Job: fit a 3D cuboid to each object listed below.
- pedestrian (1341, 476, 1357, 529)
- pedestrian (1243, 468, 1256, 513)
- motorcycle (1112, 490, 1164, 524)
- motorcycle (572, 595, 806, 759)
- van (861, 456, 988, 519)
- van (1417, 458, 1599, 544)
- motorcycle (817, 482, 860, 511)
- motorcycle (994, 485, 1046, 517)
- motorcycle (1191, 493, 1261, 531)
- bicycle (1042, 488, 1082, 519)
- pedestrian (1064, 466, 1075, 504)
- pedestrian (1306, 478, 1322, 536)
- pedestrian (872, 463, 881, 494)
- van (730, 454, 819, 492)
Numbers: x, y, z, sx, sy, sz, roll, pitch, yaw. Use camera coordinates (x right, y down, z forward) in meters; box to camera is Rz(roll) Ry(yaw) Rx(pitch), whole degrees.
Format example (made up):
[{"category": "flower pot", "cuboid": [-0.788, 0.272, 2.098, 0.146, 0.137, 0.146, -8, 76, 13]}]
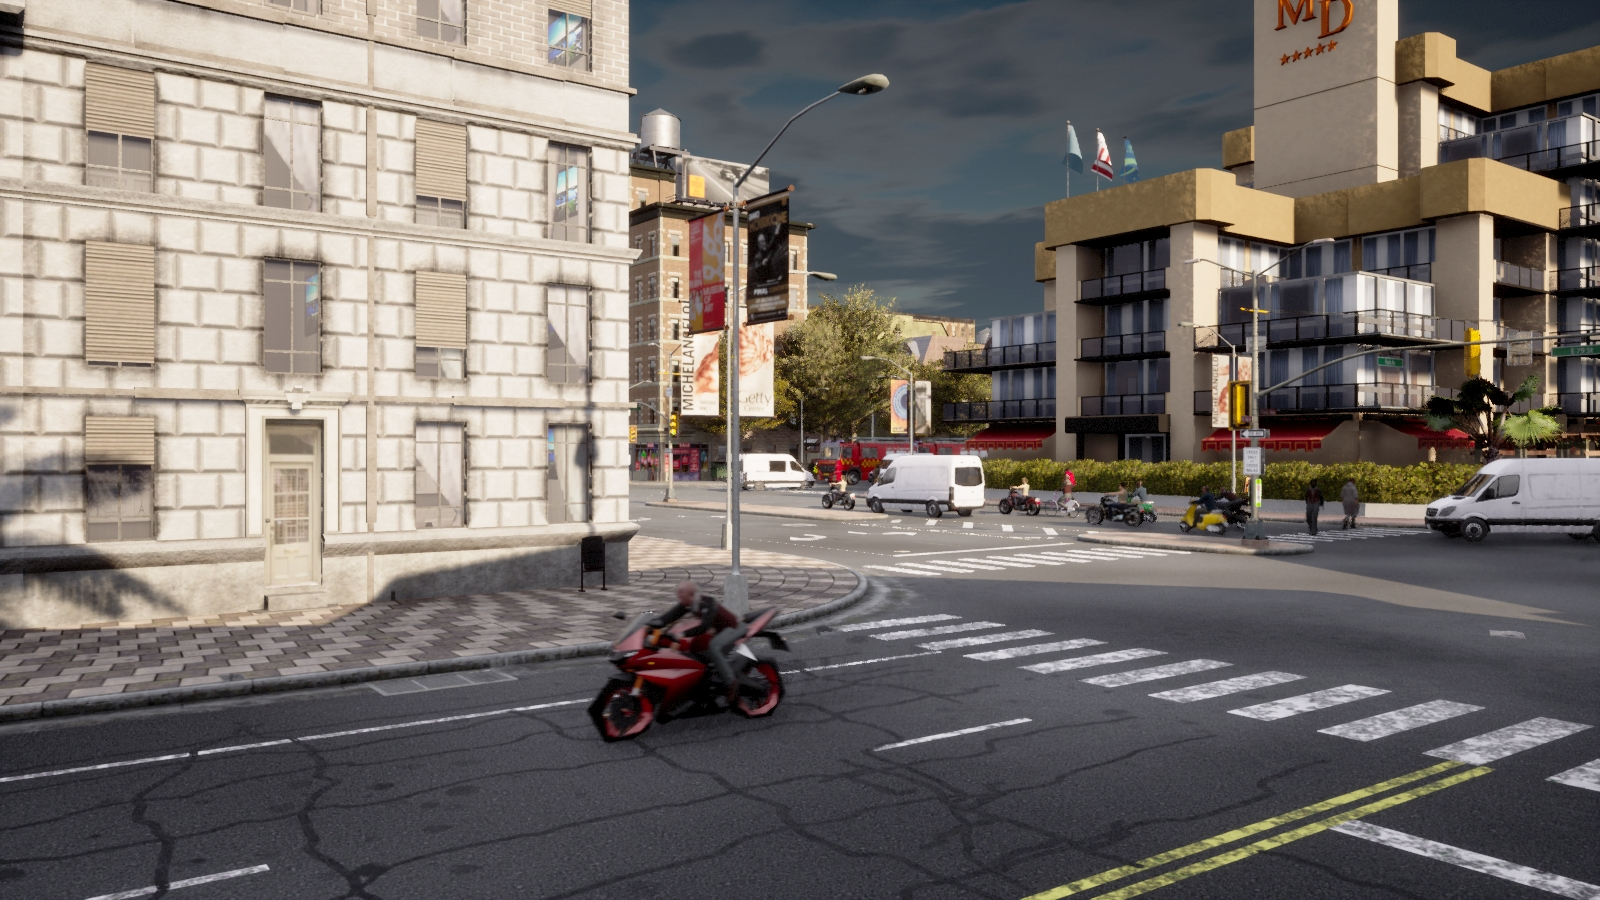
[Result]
[{"category": "pedestrian", "cuboid": [19.407, 1.848, 40.379, 0.375, 1.860, 0.375, 0, 0, -37]}, {"category": "pedestrian", "cuboid": [18.869, 1.697, 47.942, 0.375, 1.860, 0.375, 0, 0, -30]}, {"category": "motorcycle", "cuboid": [13.079, 2.182, 44.246, 0.856, 1.236, 1.805, 0, 0, -36]}, {"category": "motorcycle", "cuboid": [-1.083, 2.205, 11.480, 2.209, 1.251, 0.867, 0, 0, -37]}, {"category": "van", "cuboid": [5.247, 1.533, 49.037, 1.988, 2.561, 5.915, 0, 0, -36]}, {"category": "van", "cuboid": [22.707, 1.534, 35.469, 5.915, 2.561, 1.988, 0, 0, 11]}, {"category": "motorcycle", "cuboid": [1.797, 2.170, 53.778, 0.764, 1.277, 2.356, 0, 0, -37]}, {"category": "motorcycle", "cuboid": [9.406, 2.170, 48.968, 0.764, 1.277, 2.356, 0, 0, -34]}, {"category": "motorcycle", "cuboid": [15.193, 2.205, 40.836, 0.867, 1.251, 2.209, 0, 0, -39]}, {"category": "bicycle", "cuboid": [10.851, 2.210, 47.360, 0.329, 1.171, 1.835, 0, 0, -36]}, {"category": "pedestrian", "cuboid": [13.242, 1.696, 56.198, 0.375, 1.860, 0.375, 0, 0, -38]}, {"category": "pedestrian", "cuboid": [16.657, 1.849, 36.999, 0.375, 1.860, 0.375, 0, 0, 42]}, {"category": "pedestrian", "cuboid": [4.599, 1.698, 68.412, 0.375, 1.860, 0.375, 0, 0, -30]}, {"category": "van", "cuboid": [-1.745, 1.535, 78.658, 5.915, 2.561, 1.988, 0, 0, -32]}]
